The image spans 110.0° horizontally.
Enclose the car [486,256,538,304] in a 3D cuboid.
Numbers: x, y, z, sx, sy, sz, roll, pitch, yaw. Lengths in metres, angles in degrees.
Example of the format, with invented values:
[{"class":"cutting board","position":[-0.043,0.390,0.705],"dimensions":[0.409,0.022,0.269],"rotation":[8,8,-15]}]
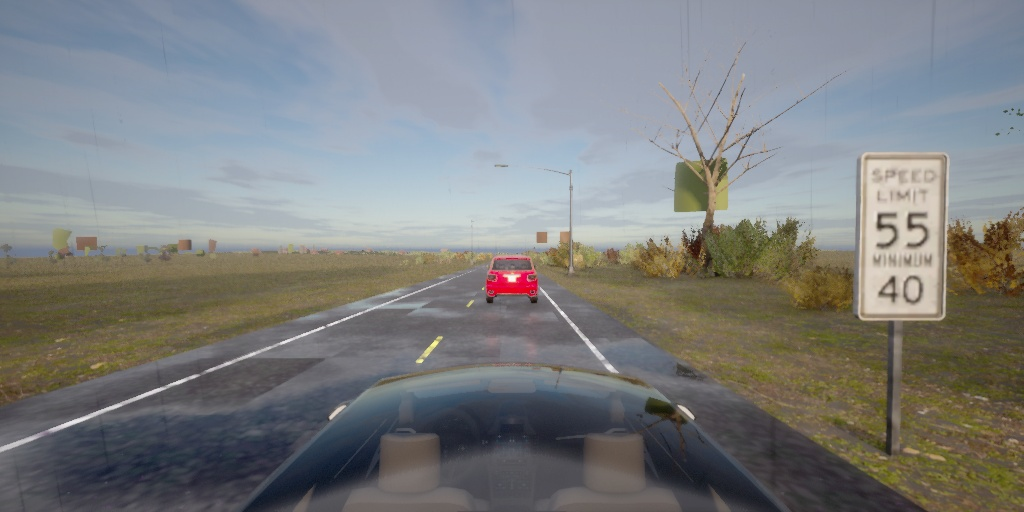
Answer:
[{"class":"car","position":[0.000,1.002,16.532],"dimensions":[2.150,2.045,5.566],"rotation":[0,0,0]}]
